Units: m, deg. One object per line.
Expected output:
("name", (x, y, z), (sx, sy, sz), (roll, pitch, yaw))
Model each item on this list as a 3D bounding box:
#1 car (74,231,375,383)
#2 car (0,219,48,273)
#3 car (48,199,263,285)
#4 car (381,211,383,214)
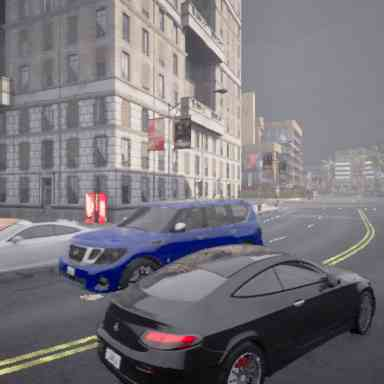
("car", (0.949, 1.526, 4.893), (4.674, 1.442, 1.812), (0, 0, -40))
("car", (-4.614, 1.526, 9.546), (4.674, 1.442, 1.812), (0, 0, -40))
("car", (-0.399, 1.221, 8.537), (5.566, 2.045, 2.150), (0, 0, -43))
("car", (11.733, 1.506, 18.451), (1.837, 1.490, 4.892), (0, 0, 29))
